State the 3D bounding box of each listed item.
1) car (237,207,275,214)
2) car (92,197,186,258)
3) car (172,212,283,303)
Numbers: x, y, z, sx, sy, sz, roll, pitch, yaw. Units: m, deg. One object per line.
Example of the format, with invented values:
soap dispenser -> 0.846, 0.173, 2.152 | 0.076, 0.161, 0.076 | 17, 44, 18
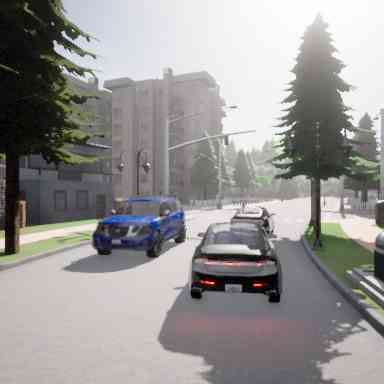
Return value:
car -> 3.230, 1.511, 17.423 | 2.128, 1.511, 4.902 | 0, 0, 18
car -> -1.797, 1.235, 13.336 | 2.150, 2.045, 5.566 | 0, 0, 13
car -> 1.105, 1.501, 8.316 | 2.128, 1.511, 4.902 | 0, 0, 9
